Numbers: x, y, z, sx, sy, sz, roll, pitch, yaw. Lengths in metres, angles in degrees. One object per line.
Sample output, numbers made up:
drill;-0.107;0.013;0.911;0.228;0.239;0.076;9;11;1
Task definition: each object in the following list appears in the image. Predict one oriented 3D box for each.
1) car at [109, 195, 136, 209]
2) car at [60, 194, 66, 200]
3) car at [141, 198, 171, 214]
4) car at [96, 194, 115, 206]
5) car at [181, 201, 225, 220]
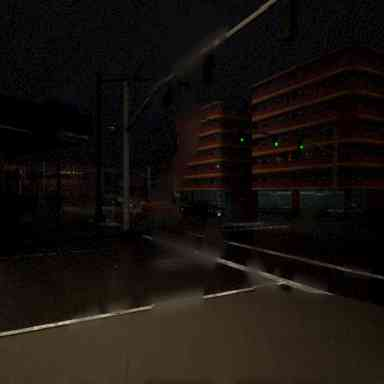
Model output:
car;-9.079;1.492;44.988;2.128;1.511;4.902;0;0;-30
car;-33.461;1.595;79.618;4.718;1.301;1.895;0;0;0
car;-3.988;1.478;36.323;1.882;1.535;5.008;0;0;-30
car;-14.188;1.505;53.759;1.837;1.490;4.892;0;0;-30
car;0.879;1.491;28.045;2.128;1.511;4.902;0;0;-30
